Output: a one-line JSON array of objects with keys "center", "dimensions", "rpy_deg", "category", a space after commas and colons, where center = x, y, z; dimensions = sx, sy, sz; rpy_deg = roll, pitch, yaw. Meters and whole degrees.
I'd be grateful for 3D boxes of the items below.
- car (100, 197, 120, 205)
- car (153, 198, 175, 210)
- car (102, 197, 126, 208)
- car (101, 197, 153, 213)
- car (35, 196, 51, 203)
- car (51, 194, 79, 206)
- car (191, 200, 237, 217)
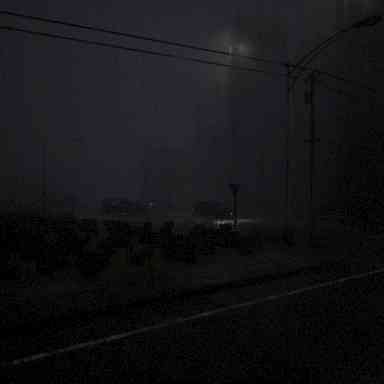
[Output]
[{"center": [-14.632, 1.600, 59.345], "dimensions": [1.895, 1.301, 4.718], "rpy_deg": [0, 0, -34], "category": "car"}, {"center": [-4.231, 1.547, 44.099], "dimensions": [2.033, 1.411, 5.357], "rpy_deg": [0, 0, -34], "category": "car"}, {"center": [-11.290, 1.506, 47.971], "dimensions": [1.837, 1.490, 4.892], "rpy_deg": [0, 0, -34], "category": "car"}, {"center": [-6.783, 1.480, 33.969], "dimensions": [4.611, 1.667, 2.242], "rpy_deg": [0, 0, -34], "category": "car"}, {"center": [-28.314, 1.505, 64.907], "dimensions": [4.193, 1.474, 1.816], "rpy_deg": [0, 0, -34], "category": "car"}, {"center": [-20.309, 1.312, 54.043], "dimensions": [3.866, 1.878, 1.905], "rpy_deg": [0, 0, -34], "category": "car"}, {"center": [1.806, 1.504, 28.682], "dimensions": [1.837, 1.490, 4.892], "rpy_deg": [0, 0, -34], "category": "car"}]
